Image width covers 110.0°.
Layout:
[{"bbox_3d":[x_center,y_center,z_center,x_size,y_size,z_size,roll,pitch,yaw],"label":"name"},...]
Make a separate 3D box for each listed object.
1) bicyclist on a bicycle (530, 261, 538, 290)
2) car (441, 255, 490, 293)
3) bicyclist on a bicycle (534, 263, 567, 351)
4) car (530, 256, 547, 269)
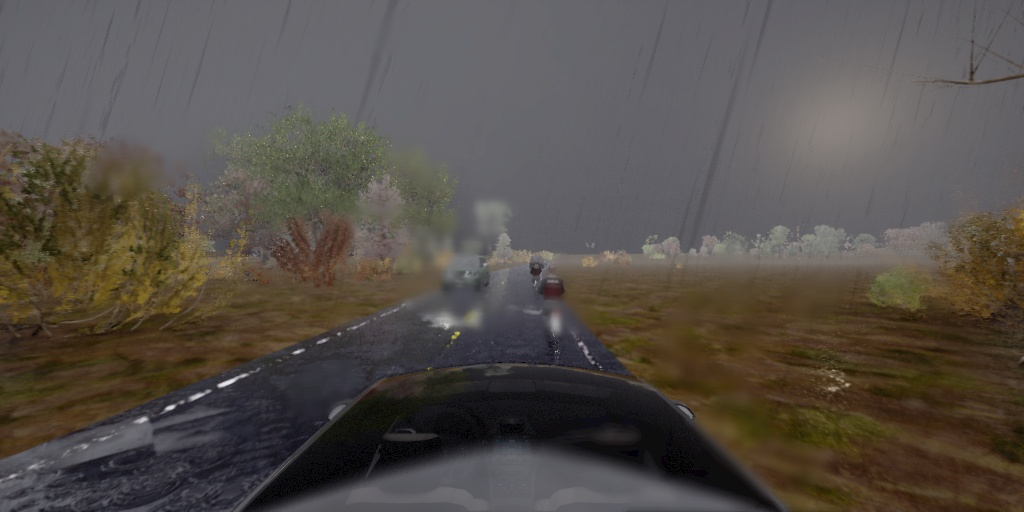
[{"bbox_3d":[1.218,1.123,17.912,0.659,1.776,1.843,0,0,2],"label":"bicyclist on a bicycle"},{"bbox_3d":[-2.568,0.973,21.177,2.150,2.045,5.566,0,0,3],"label":"car"},{"bbox_3d":[0.926,1.121,8.163,0.659,1.776,1.843,0,0,1],"label":"bicyclist on a bicycle"},{"bbox_3d":[4.078,0.990,58.144,2.150,2.045,5.566,0,0,8],"label":"car"}]
